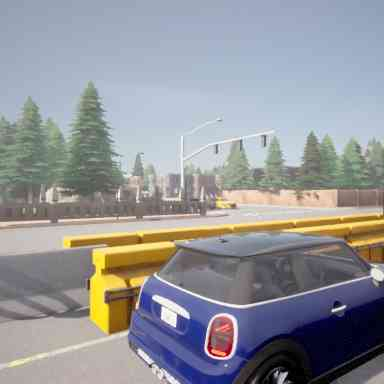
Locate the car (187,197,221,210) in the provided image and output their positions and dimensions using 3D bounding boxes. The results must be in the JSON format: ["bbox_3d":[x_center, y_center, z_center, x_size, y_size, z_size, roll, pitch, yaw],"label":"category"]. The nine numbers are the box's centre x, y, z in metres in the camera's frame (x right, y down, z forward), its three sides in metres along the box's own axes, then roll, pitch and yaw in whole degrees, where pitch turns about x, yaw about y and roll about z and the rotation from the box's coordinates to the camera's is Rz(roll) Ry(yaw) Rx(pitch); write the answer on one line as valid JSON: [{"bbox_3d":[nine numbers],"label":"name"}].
[{"bbox_3d":[1.105,1.505,42.465,1.837,1.490,4.892,0,0,-35],"label":"car"}]

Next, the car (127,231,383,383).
[{"bbox_3d":[1.485,1.352,4.786,4.553,1.767,2.097,0,0,-35],"label":"car"}]

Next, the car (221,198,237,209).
[{"bbox_3d":[3.890,1.478,44.587,1.882,1.535,5.008,0,0,-35],"label":"car"}]
